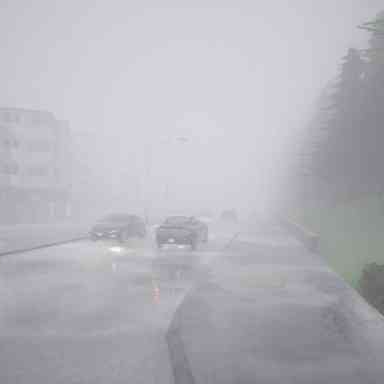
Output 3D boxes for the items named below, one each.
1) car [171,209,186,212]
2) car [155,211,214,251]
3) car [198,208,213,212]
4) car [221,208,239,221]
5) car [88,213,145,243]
[{"bbox_3d":[-1.349,2.423,32.580,1.812,1.442,4.674,1,-1,11],"label":"car"},{"bbox_3d":[-0.380,1.965,16.782,2.128,1.511,4.902,1,-2,12],"label":"car"},{"bbox_3d":[2.026,3.006,48.461,2.033,1.411,5.357,1,-2,12],"label":"car"},{"bbox_3d":[4.667,2.752,40.985,1.837,1.490,4.892,1,-2,12],"label":"car"},{"bbox_3d":[-4.151,1.970,19.104,1.837,1.490,4.892,1,-2,12],"label":"car"}]
